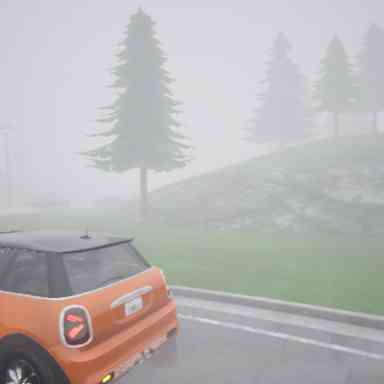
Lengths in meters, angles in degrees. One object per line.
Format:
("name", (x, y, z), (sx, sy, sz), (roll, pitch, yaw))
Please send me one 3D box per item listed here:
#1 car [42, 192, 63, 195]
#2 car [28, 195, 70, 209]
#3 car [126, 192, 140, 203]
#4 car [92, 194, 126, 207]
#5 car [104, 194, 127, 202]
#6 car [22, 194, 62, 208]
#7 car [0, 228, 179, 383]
("car", (-22.000, 1.086, 50.888), (2.150, 2.045, 5.566), (-1, 0, 24))
("car", (-18.042, 1.478, 42.690), (1.895, 1.301, 4.718), (-1, 1, 24))
("car", (-10.680, 0.953, 59.163), (2.150, 2.045, 5.566), (-1, 1, 24))
("car", (-12.083, 1.236, 47.465), (1.882, 1.535, 5.008), (-1, 0, 24))
("car", (-13.869, 1.031, 60.605), (1.994, 1.385, 4.181), (-1, 1, 24))
("car", (-20.695, 1.384, 45.316), (2.128, 1.511, 4.902), (-1, 0, 24))
("car", (-2.540, 1.340, 4.806), (4.553, 1.767, 2.097), (0, 1, 28))
